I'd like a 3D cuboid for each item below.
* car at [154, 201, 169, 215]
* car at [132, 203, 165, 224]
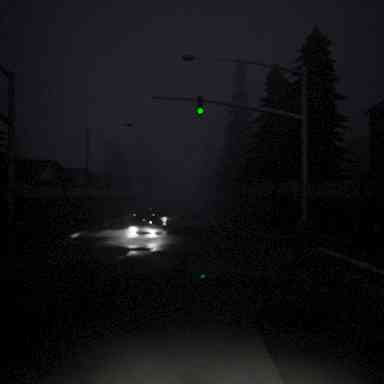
[{"bbox_3d":[-3.592,1.798,37.318,1.837,1.490,4.892,0,0,0],"label":"car"},{"bbox_3d":[-3.607,1.817,27.193,1.895,1.301,4.718,0,0,0],"label":"car"}]
